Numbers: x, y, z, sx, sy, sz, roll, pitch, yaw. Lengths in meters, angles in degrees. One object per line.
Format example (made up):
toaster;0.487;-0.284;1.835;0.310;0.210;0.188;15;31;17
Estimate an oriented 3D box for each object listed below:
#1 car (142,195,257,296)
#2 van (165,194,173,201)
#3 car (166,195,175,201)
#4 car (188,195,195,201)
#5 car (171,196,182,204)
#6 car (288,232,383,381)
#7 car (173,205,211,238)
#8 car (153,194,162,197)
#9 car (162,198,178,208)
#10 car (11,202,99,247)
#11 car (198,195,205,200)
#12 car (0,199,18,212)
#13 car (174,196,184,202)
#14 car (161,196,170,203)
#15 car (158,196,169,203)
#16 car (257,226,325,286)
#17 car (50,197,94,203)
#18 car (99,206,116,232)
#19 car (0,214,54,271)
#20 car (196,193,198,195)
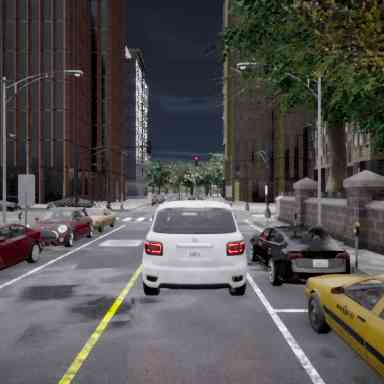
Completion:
car;0.061;1.222;8.799;2.150;2.045;5.566;0;0;0
van;-5.813;1.371;84.711;1.690;1.788;3.998;0;0;0
car;-5.816;1.585;90.149;2.008;1.369;4.403;0;0;0
car;-0.052;1.533;88.561;1.837;1.490;4.892;0;0;0
car;-3.061;1.583;66.956;1.994;1.385;4.181;0;0;1
car;2.758;1.525;3.921;1.752;1.417;4.829;0;0;0
car;0.013;1.527;18.444;1.812;1.442;4.674;0;0;1
car;-5.798;1.329;57.523;2.192;1.841;5.009;0;0;0
car;-3.124;1.574;48.086;1.994;1.385;4.181;0;0;0
car;-5.773;1.441;14.659;1.967;1.590;4.097;0;0;0
car;2.706;1.564;95.761;1.752;1.417;4.829;0;0;0
car;-19.190;1.203;31.510;5.357;1.411;2.033;1;0;-5
car;-3.045;1.558;77.295;2.033;1.411;5.357;0;0;0
car;-5.807;1.548;73.666;1.752;1.417;4.829;0;0;0
car;-5.803;1.602;68.398;1.802;1.307;4.206;0;0;0
car;2.755;1.566;9.208;1.947;1.339;4.313;0;0;0
car;-12.650;1.287;34.781;4.892;1.490;1.837;1;0;0
car;-5.776;1.527;19.945;1.752;1.417;4.829;0;0;0
car;-5.770;1.545;9.201;1.887;1.381;4.507;0;0;0
car;-0.046;1.551;78.655;1.812;1.442;4.674;0;0;0
